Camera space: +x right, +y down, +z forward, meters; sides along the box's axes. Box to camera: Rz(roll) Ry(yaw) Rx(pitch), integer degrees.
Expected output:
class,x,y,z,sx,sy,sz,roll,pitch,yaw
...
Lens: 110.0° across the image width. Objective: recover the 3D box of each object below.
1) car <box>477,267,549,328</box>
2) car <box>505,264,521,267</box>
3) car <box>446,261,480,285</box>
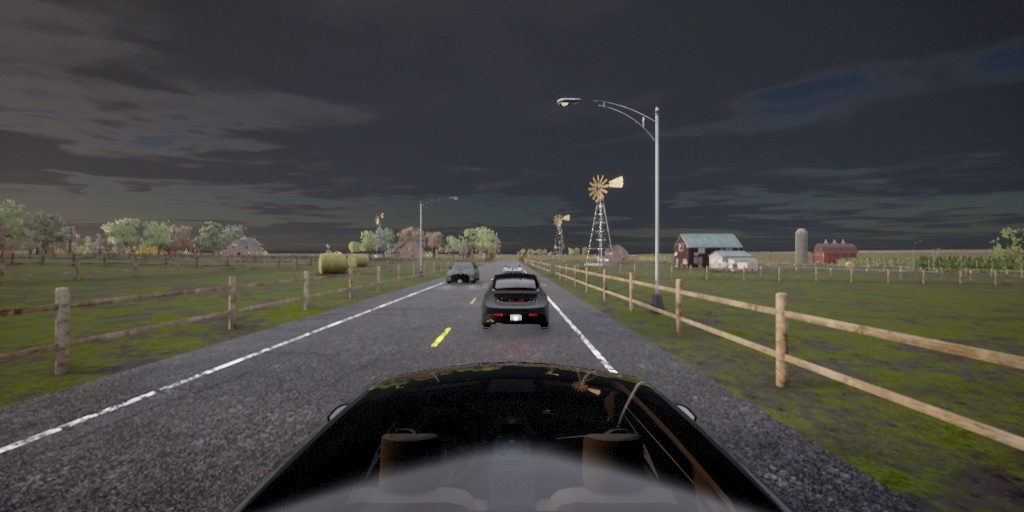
class,x,y,z,sx,sy,sz,roll,pitch,yaw
car,0.098,1.282,11.421,1.837,1.490,4.892,0,0,0
car,0.088,1.446,37.798,1.895,1.301,4.718,0,0,0
car,-3.606,1.168,27.074,2.097,1.767,4.553,0,0,0
